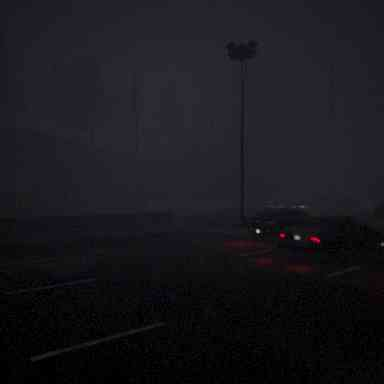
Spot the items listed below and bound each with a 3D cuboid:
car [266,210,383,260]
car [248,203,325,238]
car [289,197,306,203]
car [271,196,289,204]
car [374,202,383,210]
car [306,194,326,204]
[{"bbox_3d":[5.415,1.566,12.646,5.357,1.411,2.033,0,0,-40],"label":"car"},{"bbox_3d":[4.874,1.530,16.764,4.892,1.490,1.837,0,0,-40],"label":"car"},{"bbox_3d":[18.775,1.608,57.014,1.812,1.442,4.674,0,0,38],"label":"car"},{"bbox_3d":[15.628,1.562,58.687,1.882,1.535,5.008,0,0,38],"label":"car"},{"bbox_3d":[17.015,1.519,28.065,5.008,1.535,1.882,0,0,-45],"label":"car"},{"bbox_3d":[20.925,1.300,54.081,2.150,2.045,5.566,0,0,38],"label":"car"}]
